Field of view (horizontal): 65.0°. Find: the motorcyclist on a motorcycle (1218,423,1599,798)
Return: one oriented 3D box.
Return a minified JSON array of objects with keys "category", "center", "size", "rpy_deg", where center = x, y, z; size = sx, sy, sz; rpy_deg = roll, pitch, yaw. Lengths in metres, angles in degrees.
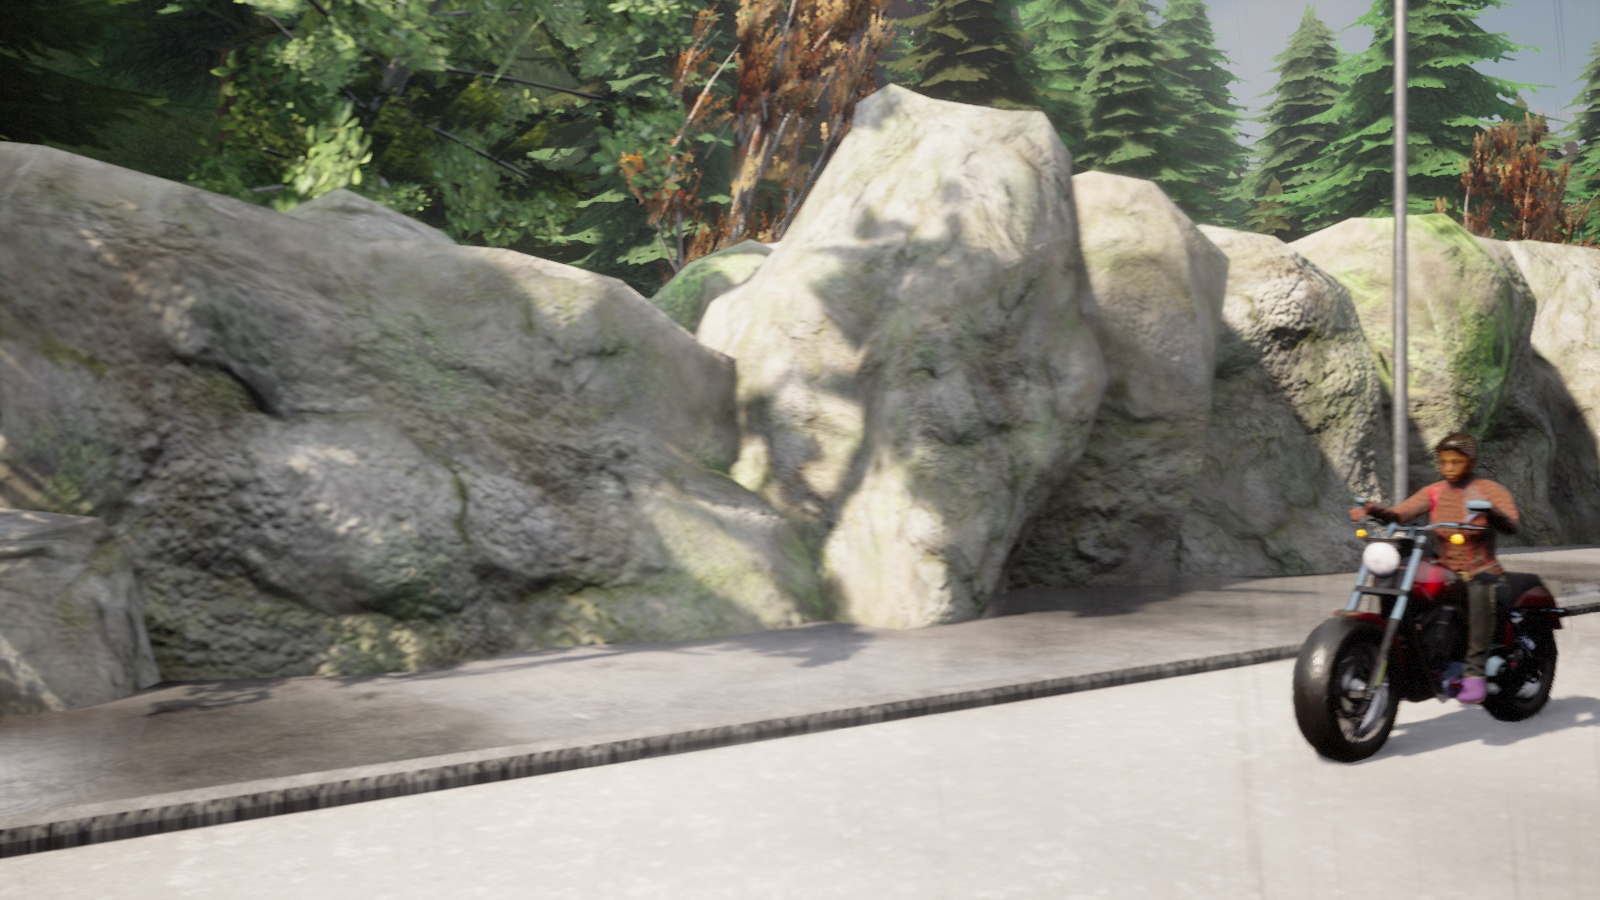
[{"category":"motorcyclist on a motorcycle","center":[3.235,0.704,6.516],"size":[2.350,1.649,0.766],"rpy_deg":[0,0,-35]}]
